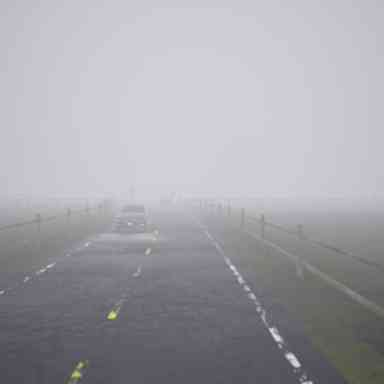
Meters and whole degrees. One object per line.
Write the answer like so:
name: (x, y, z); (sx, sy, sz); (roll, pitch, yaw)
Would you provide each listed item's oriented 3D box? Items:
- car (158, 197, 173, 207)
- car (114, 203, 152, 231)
car: (-3.948, 1.415, 49.232); (1.882, 1.535, 5.008); (0, 0, -9)
car: (-3.547, 1.494, 20.565); (1.837, 1.490, 4.892); (0, 0, -3)
